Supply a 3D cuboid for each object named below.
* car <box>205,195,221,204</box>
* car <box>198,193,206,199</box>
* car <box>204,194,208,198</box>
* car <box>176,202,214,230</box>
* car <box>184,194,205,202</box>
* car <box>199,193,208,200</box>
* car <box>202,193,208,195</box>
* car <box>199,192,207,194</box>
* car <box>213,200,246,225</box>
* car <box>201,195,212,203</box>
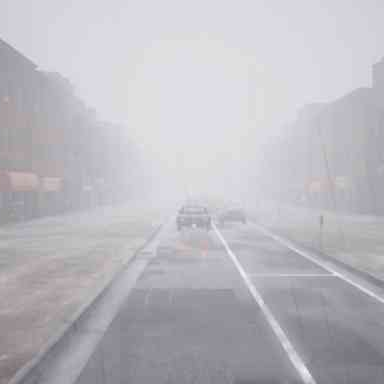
[{"bbox_3d":[2.619,1.310,33.761,1.752,1.417,4.829,-1,0,0],"label":"car"},{"bbox_3d":[2.614,1.015,88.915,1.947,1.339,4.313,-1,0,0],"label":"car"},{"bbox_3d":[2.619,1.303,39.124,2.008,1.369,4.403,-1,0,0],"label":"car"},{"bbox_3d":[0.099,1.474,19.817,1.895,1.301,4.718,0,0,0],"label":"car"},{"bbox_3d":[0.097,1.306,38.019,2.033,1.411,5.357,0,0,0],"label":"car"},{"bbox_3d":[2.613,0.956,77.850,1.967,1.590,4.097,-1,0,0],"label":"car"},{"bbox_3d":[2.618,1.250,50.188,1.947,1.339,4.313,-1,0,0],"label":"car"},{"bbox_3d":[2.618,1.216,55.721,1.947,1.339,4.313,-1,0,0],"label":"car"},{"bbox_3d":[2.621,1.438,22.527,1.802,1.307,4.206,-1,0,0],"label":"car"},{"bbox_3d":[2.617,1.198,61.253,1.802,1.307,4.206,-1,0,0],"label":"car"}]
